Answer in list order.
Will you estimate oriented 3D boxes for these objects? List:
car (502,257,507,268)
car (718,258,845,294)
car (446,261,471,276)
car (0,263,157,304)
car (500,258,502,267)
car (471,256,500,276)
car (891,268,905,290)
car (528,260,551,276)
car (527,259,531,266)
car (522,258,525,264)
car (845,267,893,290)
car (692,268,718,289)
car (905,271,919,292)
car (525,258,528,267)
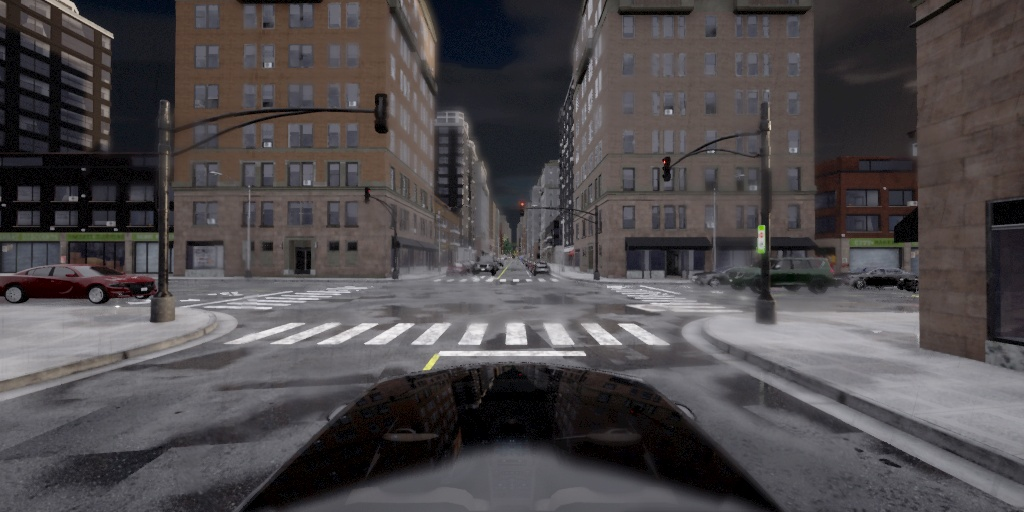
[{"bbox_3d":[-2.438,1.352,63.160,1.895,1.301,4.718,0,0,1],"label":"car"},{"bbox_3d":[15.615,1.105,21.029,5.566,2.045,2.150,0,-1,0],"label":"car"},{"bbox_3d":[-5.558,1.336,36.352,1.802,1.307,4.207,0,0,1],"label":"car"},{"bbox_3d":[-17.440,1.062,14.537,5.008,1.535,1.882,0,-1,-1],"label":"car"},{"bbox_3d":[-2.654,1.258,48.286,1.837,1.490,4.892,0,0,1],"label":"car"},{"bbox_3d":[-2.782,0.976,37.858,2.150,2.045,5.566,0,0,1],"label":"car"},{"bbox_3d":[25.718,1.550,20.963,4.718,1.301,1.895,0,-1,0],"label":"car"},{"bbox_3d":[2.967,1.318,36.251,1.948,1.339,4.313,0,0,1],"label":"car"},{"bbox_3d":[3.035,1.298,41.781,1.888,1.381,4.507,0,0,1],"label":"car"},{"bbox_3d":[3.307,1.316,63.902,1.948,1.339,4.313,0,0,1],"label":"car"},{"bbox_3d":[24.231,1.463,24.219,4.902,1.511,2.128,0,-1,0],"label":"car"},{"bbox_3d":[14.826,1.402,24.277,4.902,1.511,2.128,0,-1,2],"label":"car"},{"bbox_3d":[22.978,1.390,17.530,4.902,1.511,2.128,0,-1,0],"label":"car"},{"bbox_3d":[3.103,1.303,47.311,2.007,1.370,4.403,0,0,1],"label":"car"}]
